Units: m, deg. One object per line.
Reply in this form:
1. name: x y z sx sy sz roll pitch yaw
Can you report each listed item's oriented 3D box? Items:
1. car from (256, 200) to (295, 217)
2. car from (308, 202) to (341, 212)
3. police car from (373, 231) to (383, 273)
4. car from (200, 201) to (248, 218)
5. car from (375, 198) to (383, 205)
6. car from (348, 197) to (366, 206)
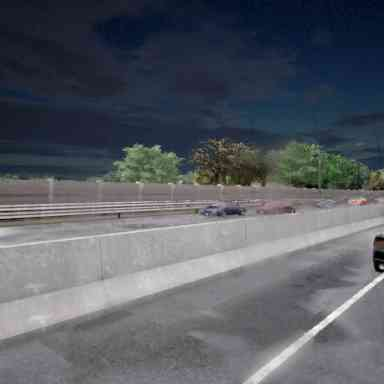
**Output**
1. car: 7.682 1.508 30.398 1.882 1.535 5.008 0 0 42
2. car: 12.063 1.606 30.064 1.994 1.385 4.181 0 0 42
3. police car: 6.899 1.419 9.851 1.930 1.638 5.238 0 0 42
4. car: 3.033 1.567 30.433 2.033 1.411 5.357 0 0 42
5. car: 34.997 1.821 61.041 1.812 1.442 4.674 0 0 42
6. car: 30.384 1.626 61.128 2.097 1.767 4.553 0 -1 42
